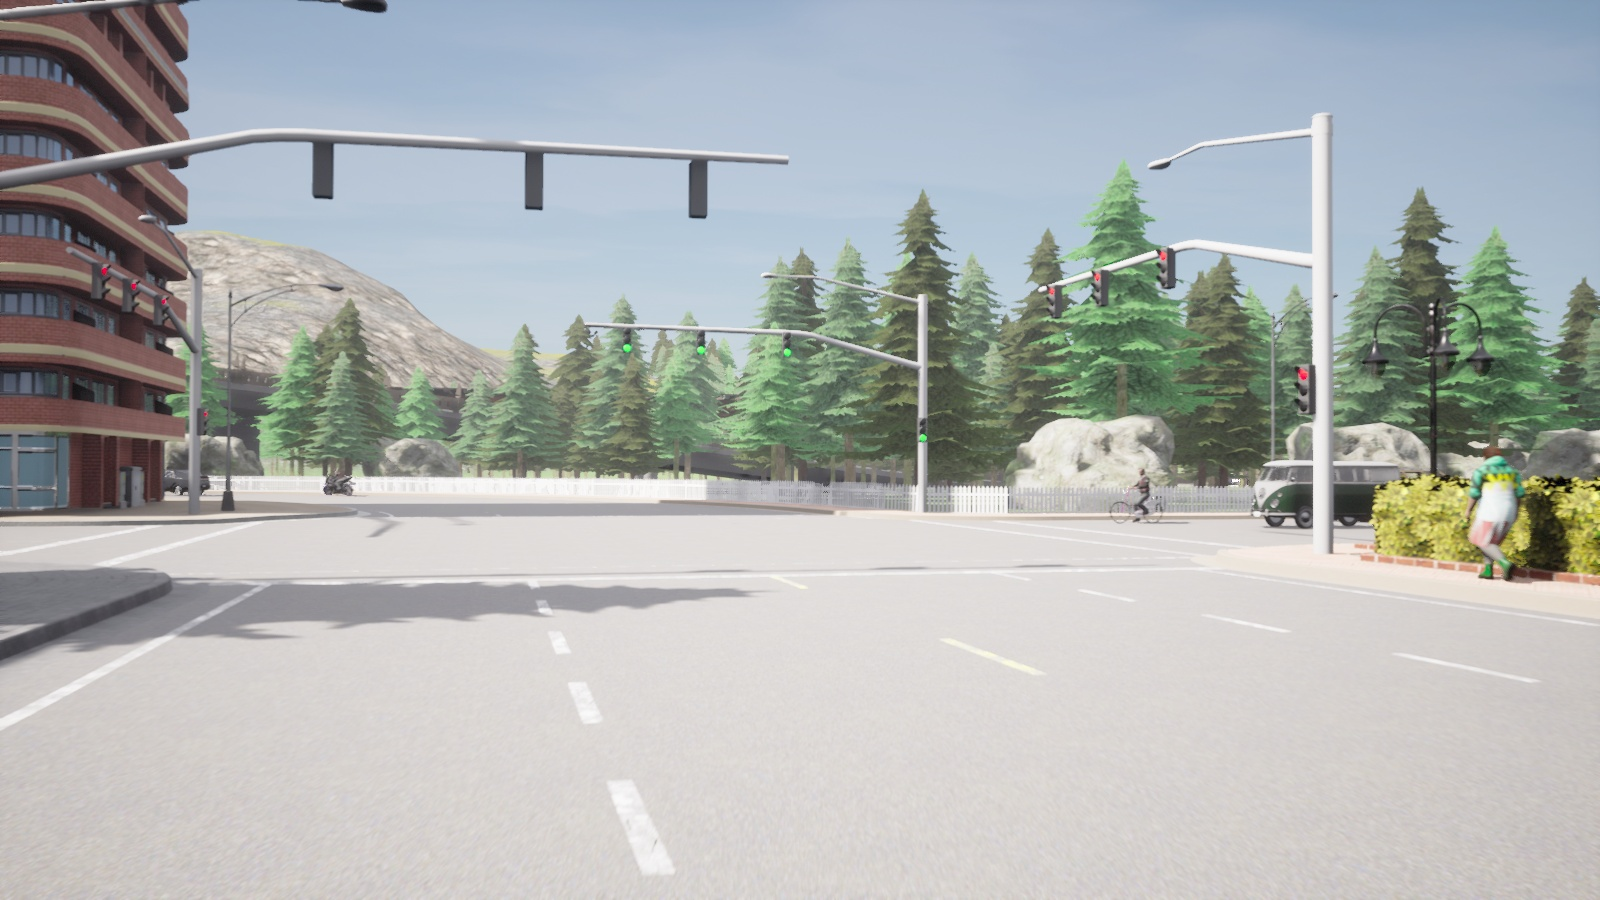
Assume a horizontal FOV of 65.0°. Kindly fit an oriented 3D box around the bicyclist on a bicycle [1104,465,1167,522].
[{"bbox_3d":[10.621,1.363,39.740,1.843,1.776,0.659,0,-1,-14],"label":"bicyclist on a bicycle"}]

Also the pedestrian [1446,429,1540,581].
[{"bbox_3d":[9.178,0.711,16.651,0.659,1.952,0.873,0,-1,-11],"label":"pedestrian"}]

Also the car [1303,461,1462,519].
[{"bbox_3d":[19.402,1.310,41.882,4.605,1.855,1.932,0,-1,-14],"label":"car"}]

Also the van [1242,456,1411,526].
[{"bbox_3d":[15.649,1.186,37.366,4.442,1.987,1.775,0,-1,-14],"label":"van"}]

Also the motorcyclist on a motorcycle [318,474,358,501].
[{"bbox_3d":[-26.795,2.176,72.804,2.191,1.530,0.866,-1,-1,25],"label":"motorcyclist on a motorcycle"}]

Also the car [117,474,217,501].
[{"bbox_3d":[-36.379,2.126,72.231,4.902,1.511,2.128,0,-1,14],"label":"car"}]
